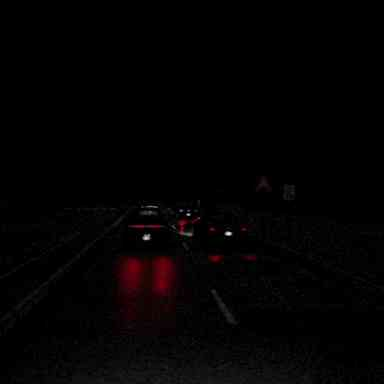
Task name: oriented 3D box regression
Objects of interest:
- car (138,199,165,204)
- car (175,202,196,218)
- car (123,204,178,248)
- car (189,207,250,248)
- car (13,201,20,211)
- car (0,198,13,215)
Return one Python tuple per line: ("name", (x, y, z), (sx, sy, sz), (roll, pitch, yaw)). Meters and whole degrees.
("car", (-3.788, 1.413, 29.844), (2.128, 1.511, 4.902), (1, 1, -7))
("car", (-0.546, 1.574, 30.065), (1.895, 1.301, 4.718), (1, 0, -7))
("car", (-1.995, 1.510, 14.915), (2.128, 1.511, 4.902), (1, 0, -7))
("car", (1.228, 1.633, 15.332), (1.994, 1.385, 4.181), (1, 0, -7))
("car", (-18.283, 1.233, 30.015), (4.892, 1.521, 2.231), (1, 0, -7))
("car", (-17.960, 1.250, 27.279), (5.008, 1.535, 2.097), (1, 0, -7))
